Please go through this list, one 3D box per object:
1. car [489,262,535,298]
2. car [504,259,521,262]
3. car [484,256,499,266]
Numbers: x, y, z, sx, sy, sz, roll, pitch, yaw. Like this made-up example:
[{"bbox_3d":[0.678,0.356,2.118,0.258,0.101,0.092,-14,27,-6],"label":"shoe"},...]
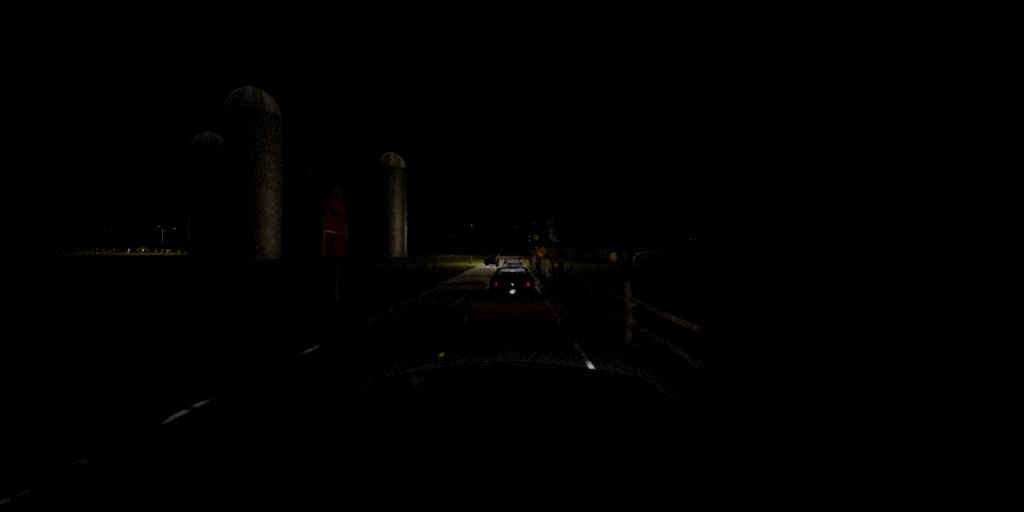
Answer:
[{"bbox_3d":[0.021,1.147,16.795,1.895,1.301,4.718,0,1,0],"label":"car"},{"bbox_3d":[0.085,0.931,33.068,1.895,1.301,4.718,0,1,0],"label":"car"},{"bbox_3d":[-2.773,0.660,49.743,2.033,1.411,5.357,0,1,1],"label":"car"}]
